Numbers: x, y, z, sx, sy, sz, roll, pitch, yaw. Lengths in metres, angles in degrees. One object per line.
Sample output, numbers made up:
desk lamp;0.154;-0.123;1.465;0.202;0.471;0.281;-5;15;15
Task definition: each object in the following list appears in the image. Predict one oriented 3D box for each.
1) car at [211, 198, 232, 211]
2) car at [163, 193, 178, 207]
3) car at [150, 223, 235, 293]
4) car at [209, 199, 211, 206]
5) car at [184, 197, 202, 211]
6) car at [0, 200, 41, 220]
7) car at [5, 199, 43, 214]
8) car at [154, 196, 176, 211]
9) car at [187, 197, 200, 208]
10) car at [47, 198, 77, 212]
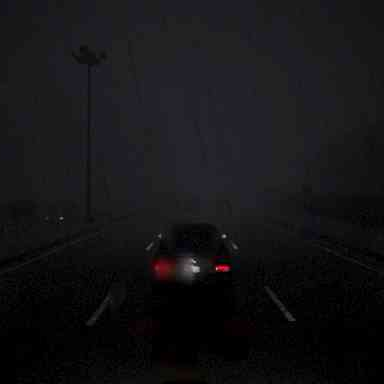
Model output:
car;3.615;1.478;39.789;1.882;1.535;5.008;0;0;0
car;-3.308;1.221;50.284;2.150;2.045;5.566;0;0;0
car;0.007;1.548;8.959;2.033;1.411;5.357;0;0;0
car;3.692;1.564;50.206;1.994;1.385;4.181;0;0;0
car;0.116;1.491;39.895;2.128;1.511;4.902;0;0;0
car;-15.049;1.491;28.477;2.128;1.511;4.902;0;0;0
car;-18.473;1.564;36.818;1.994;1.385;4.181;0;0;1
car;-3.384;1.547;39.954;2.033;1.411;5.357;0;0;0
car;0.192;1.505;50.230;1.837;1.490;4.892;0;0;0
car;-14.947;1.478;38.533;1.882;1.535;5.008;0;0;1
